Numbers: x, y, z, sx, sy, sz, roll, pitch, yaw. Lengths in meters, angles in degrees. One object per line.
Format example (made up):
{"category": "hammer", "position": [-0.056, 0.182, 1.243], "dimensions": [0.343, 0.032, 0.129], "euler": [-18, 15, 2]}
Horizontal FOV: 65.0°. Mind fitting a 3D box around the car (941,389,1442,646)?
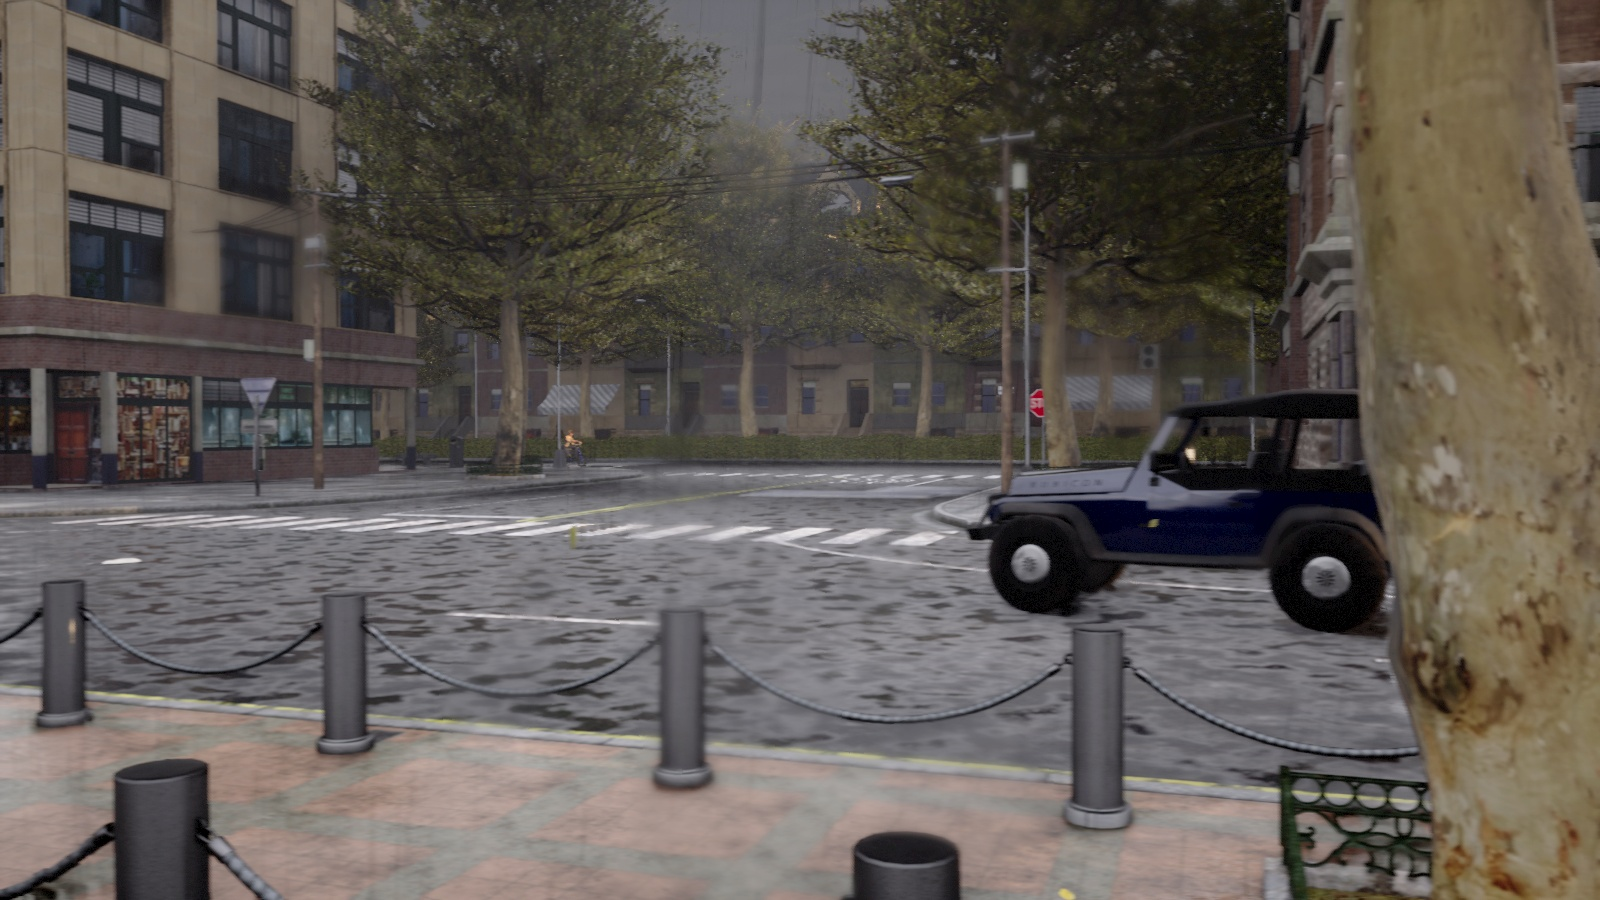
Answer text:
{"category": "car", "position": [3.395, 0.460, 10.933], "dimensions": [3.866, 1.878, 1.905], "euler": [1, 1, 28]}
